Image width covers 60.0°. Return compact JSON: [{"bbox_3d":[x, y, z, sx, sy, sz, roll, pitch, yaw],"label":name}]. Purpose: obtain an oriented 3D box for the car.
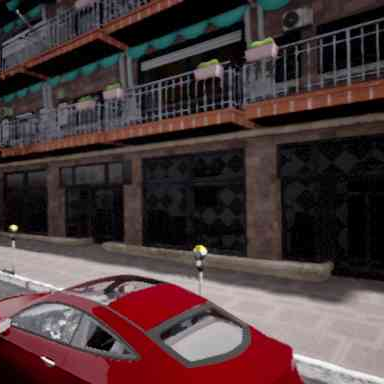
[{"bbox_3d":[-0.958,1.586,3.570,4.206,1.307,1.802,0,-1,36],"label":"car"}]
